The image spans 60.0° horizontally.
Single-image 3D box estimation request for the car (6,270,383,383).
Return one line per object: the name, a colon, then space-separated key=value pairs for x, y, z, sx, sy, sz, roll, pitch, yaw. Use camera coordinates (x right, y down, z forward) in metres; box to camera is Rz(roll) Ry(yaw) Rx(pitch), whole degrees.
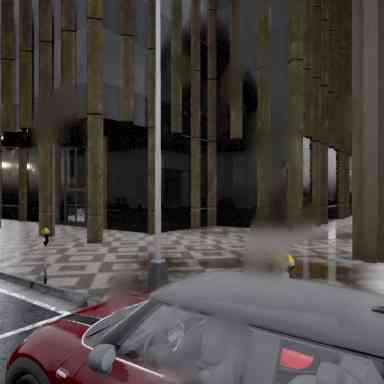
car: x=0.175 y=1.440 z=2.839 sx=4.097 sy=1.590 sz=1.967 roll=0 pitch=0 yaw=36
